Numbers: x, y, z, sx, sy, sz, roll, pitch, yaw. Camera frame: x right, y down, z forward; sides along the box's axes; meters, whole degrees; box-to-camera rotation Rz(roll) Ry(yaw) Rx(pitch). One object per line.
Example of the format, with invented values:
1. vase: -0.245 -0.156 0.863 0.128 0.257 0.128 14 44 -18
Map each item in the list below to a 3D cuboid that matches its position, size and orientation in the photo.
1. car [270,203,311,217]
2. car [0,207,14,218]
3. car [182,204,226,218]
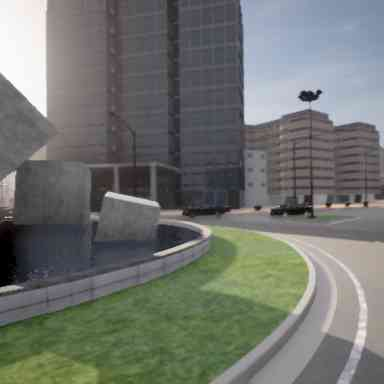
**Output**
1. car: 10.745 1.972 36.402 5.008 1.535 1.882 0 -1 -28
2. car: -24.035 2.596 41.884 5.357 1.411 2.033 -1 -1 22
3. car: 1.331 2.089 36.914 4.902 1.511 2.128 -1 -1 -11
